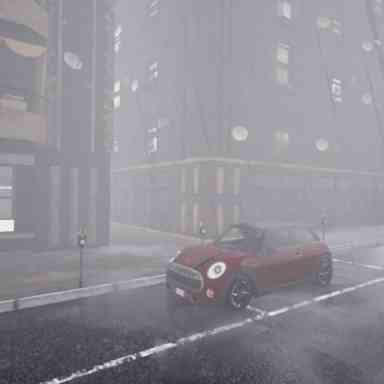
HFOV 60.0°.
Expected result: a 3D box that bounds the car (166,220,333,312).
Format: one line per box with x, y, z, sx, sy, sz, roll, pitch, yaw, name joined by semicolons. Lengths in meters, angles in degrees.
1.390;1.444;7.697;4.097;1.590;1.967;0;1;-36;car
